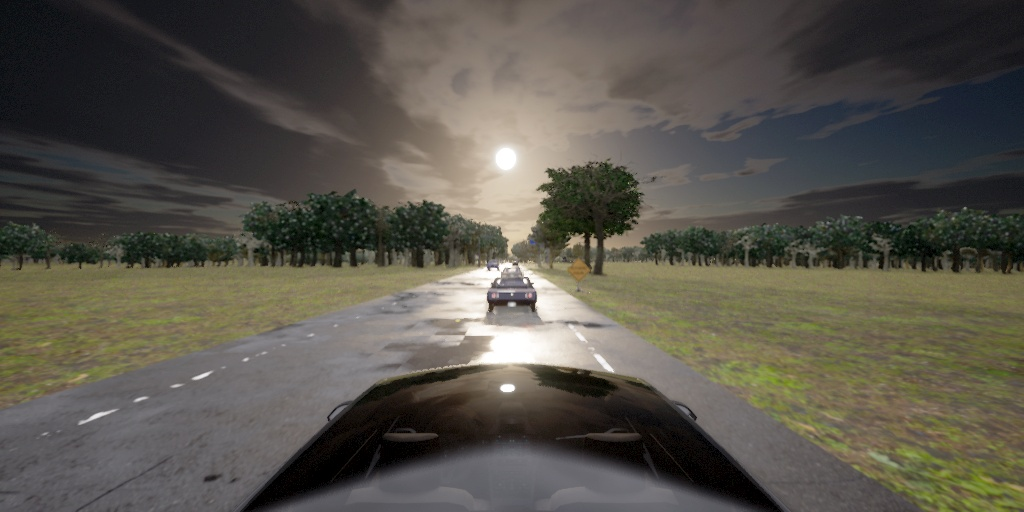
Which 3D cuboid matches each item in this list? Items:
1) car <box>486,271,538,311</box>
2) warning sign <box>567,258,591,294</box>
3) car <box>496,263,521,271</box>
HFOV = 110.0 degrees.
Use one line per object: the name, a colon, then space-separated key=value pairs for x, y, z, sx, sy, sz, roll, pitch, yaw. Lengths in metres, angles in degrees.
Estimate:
car: x=0.014 y=1.480 z=15.111 sx=1.895 sy=1.301 sz=4.718 roll=0 pitch=-1 yaw=0
warning sign: x=3.550 y=1.035 z=19.189 sx=1.300 sy=1.860 sz=1.060 roll=0 pitch=0 yaw=0
car: x=0.008 y=1.572 z=29.378 sx=2.033 sy=1.411 sz=5.357 roll=0 pitch=-1 yaw=0
